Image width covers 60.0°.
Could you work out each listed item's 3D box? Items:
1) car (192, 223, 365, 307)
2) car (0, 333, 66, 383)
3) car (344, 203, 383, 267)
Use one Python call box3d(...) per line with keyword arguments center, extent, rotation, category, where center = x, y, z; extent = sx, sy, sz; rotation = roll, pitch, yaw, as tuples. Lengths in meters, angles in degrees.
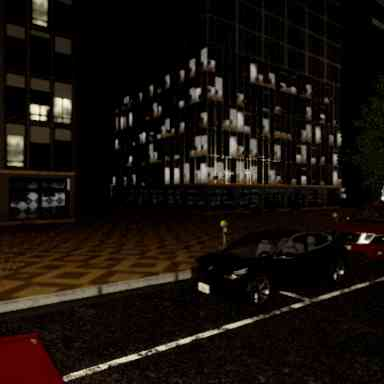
box3d(center=(2.015, 1.568, 7.994), extent=(4.313, 1.339, 1.947), rotation=(0, 0, -35), category="car")
box3d(center=(-2.920, 1.600, 1.295), extent=(4.718, 1.301, 1.895), rotation=(0, 0, -35), category="car")
box3d(center=(6.630, 1.319, 11.285), extent=(5.009, 1.841, 2.192), rotation=(0, 0, -35), category="car")
